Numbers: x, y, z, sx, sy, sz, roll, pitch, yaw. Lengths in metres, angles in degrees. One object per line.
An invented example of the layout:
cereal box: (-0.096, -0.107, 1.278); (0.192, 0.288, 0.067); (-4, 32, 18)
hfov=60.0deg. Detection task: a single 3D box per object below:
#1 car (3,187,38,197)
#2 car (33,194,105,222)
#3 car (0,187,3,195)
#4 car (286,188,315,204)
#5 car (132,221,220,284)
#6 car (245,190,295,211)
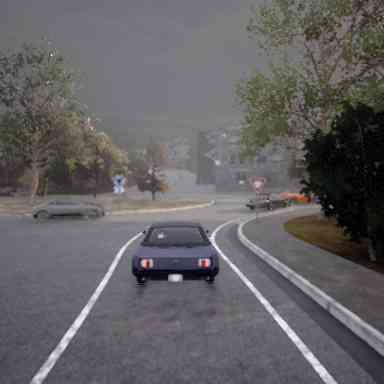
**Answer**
car: (-25.885, 0.073, 50.797); (4.181, 1.385, 1.994); (-1, 2, -44)
car: (-7.653, 1.060, 20.862); (4.181, 1.385, 1.994); (0, 2, -15)
car: (-29.348, -0.045, 51.721); (2.128, 1.511, 4.902); (1, 2, 41)
car: (11.303, 0.429, 34.022); (4.553, 1.767, 2.097); (0, 2, -13)
car: (-0.436, 1.463, 9.237); (1.895, 1.301, 4.718); (0, 2, -2)
car: (6.605, 0.794, 28.604); (2.033, 1.411, 5.357); (1, 2, 39)
